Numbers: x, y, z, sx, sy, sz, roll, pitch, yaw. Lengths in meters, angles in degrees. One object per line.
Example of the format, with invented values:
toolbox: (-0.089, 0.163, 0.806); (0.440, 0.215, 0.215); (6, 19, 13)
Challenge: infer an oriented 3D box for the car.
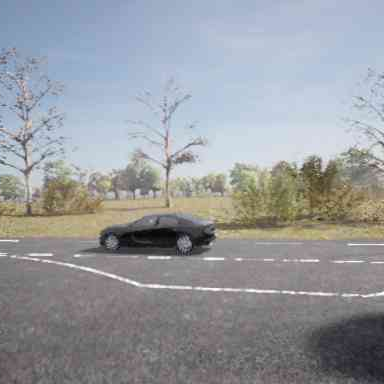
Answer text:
car: (-1.411, 1.589, 13.769); (5.008, 1.535, 1.882); (-2, 0, 15)
